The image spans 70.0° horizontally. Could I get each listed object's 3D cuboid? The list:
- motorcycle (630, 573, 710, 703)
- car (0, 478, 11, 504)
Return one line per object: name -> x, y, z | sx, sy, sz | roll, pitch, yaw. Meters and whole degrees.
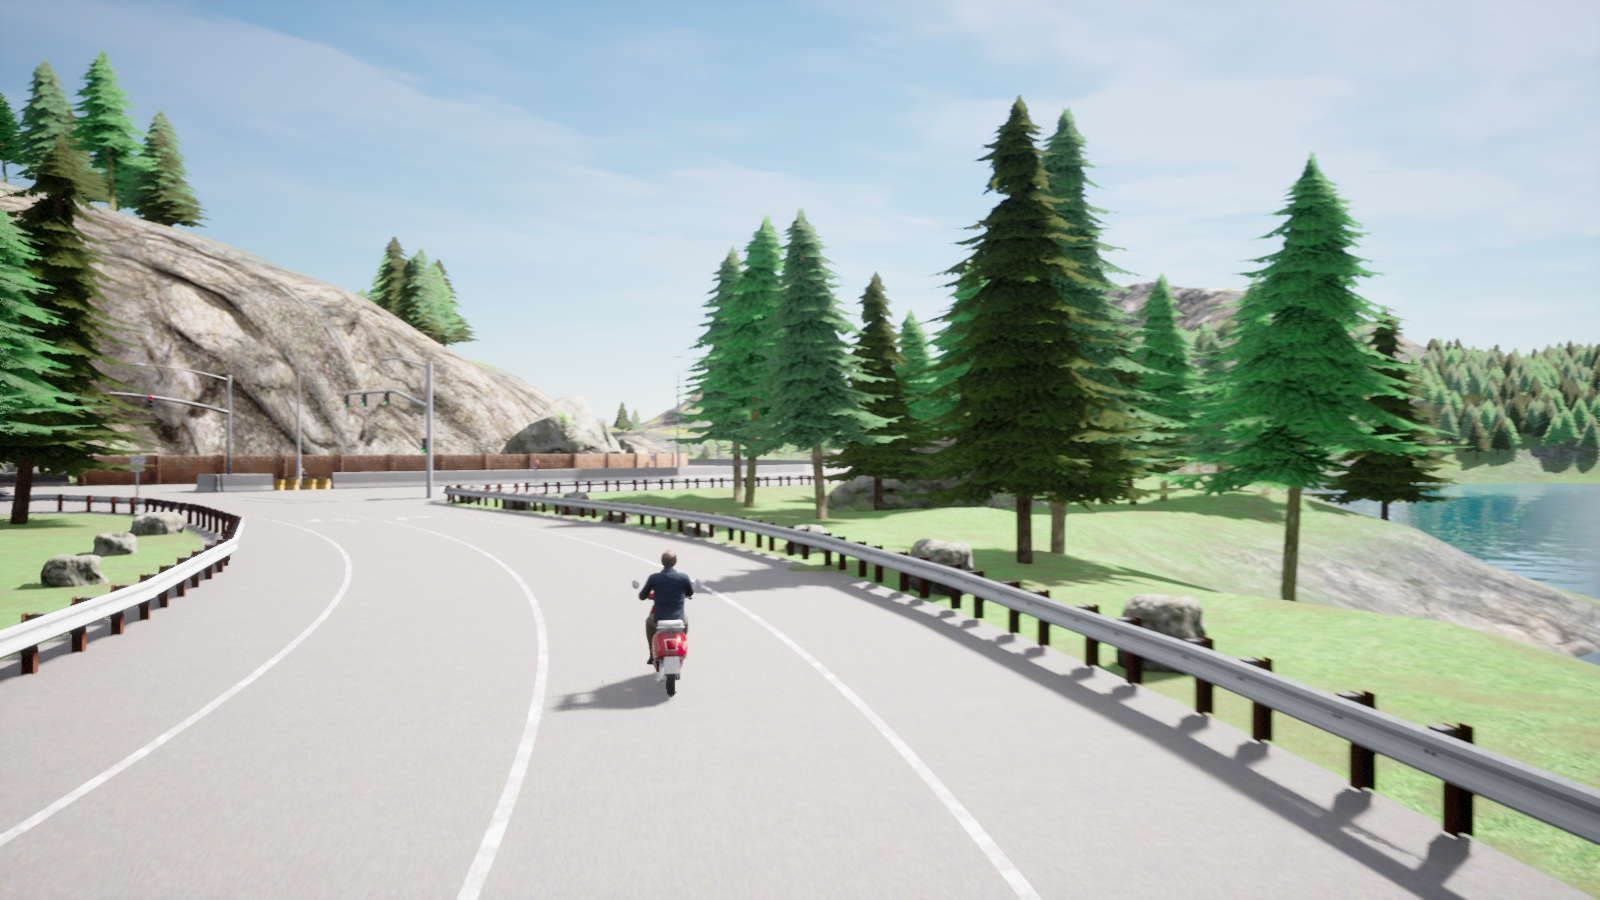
motorcycle -> -1.581, 2.183, 13.632 | 0.856, 1.236, 1.805 | 0, 0, -9
car -> -44.431, 2.194, 59.920 | 1.895, 1.301, 4.718 | 0, 0, 44
